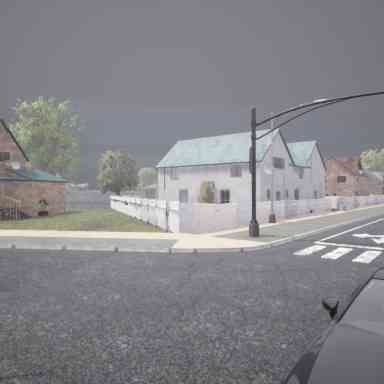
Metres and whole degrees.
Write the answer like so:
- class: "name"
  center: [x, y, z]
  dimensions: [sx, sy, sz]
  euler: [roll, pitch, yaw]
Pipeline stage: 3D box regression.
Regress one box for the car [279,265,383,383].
- class: "car"
  center: [2.506, 1.524, 3.367]
  dimensions: [1.812, 1.442, 4.674]
  euler: [0, 0, 41]
